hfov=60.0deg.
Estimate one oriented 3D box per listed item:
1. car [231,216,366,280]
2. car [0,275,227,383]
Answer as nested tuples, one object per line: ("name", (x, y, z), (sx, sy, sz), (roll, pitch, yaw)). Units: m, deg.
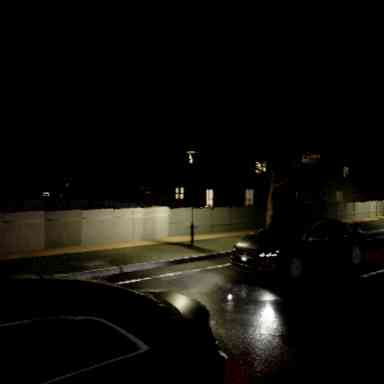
("car", (3.372, 1.526, 10.124), (4.892, 1.490, 1.837), (0, 0, -34))
("car", (-1.965, 1.513, 2.301), (4.892, 1.490, 1.837), (0, 0, -35))
